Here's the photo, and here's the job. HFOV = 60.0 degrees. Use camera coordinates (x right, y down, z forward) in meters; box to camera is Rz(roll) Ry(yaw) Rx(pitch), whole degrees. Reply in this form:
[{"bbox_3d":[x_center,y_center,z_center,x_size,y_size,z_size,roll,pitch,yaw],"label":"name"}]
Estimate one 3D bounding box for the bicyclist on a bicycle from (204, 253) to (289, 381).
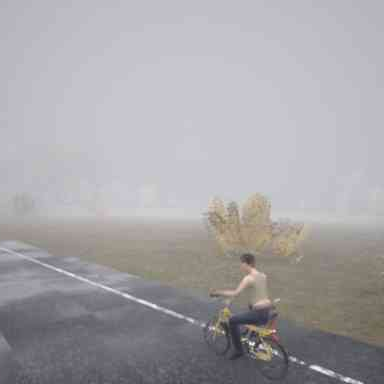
[{"bbox_3d":[0.714,1.671,4.756,0.866,1.612,1.509,3,-4,-44],"label":"bicyclist on a bicycle"}]
